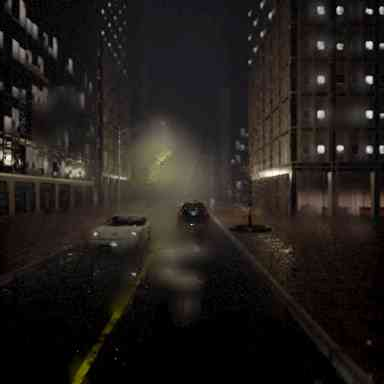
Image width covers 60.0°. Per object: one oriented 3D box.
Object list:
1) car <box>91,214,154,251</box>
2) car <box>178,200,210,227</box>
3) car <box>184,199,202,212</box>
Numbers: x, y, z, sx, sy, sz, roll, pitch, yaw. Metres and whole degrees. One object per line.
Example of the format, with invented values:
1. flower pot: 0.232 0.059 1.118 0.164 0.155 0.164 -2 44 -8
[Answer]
1. car: -2.849 1.636 14.427 1.895 1.301 4.718 0 0 0
2. car: 0.098 1.419 23.448 2.097 1.767 4.553 0 0 0
3. car: 0.094 1.683 41.352 2.033 1.411 5.357 0 0 0
